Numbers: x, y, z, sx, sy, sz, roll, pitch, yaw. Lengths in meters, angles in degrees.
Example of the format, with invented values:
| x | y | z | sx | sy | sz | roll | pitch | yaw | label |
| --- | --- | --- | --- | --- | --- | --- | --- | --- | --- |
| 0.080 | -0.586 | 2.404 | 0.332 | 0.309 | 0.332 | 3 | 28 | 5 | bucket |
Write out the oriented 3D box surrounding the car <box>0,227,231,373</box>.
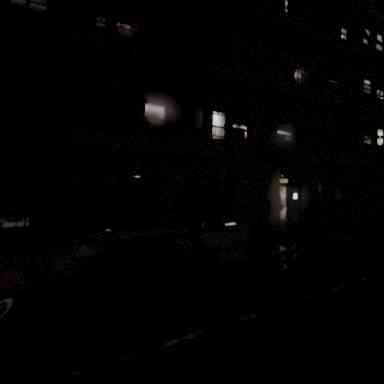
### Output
| x | y | z | sx | sy | sz | roll | pitch | yaw | label |
| --- | --- | --- | --- | --- | --- | --- | --- | --- | --- |
| -1.382 | 1.405 | 5.549 | 4.097 | 1.590 | 1.967 | -1 | 1 | -35 | car |
